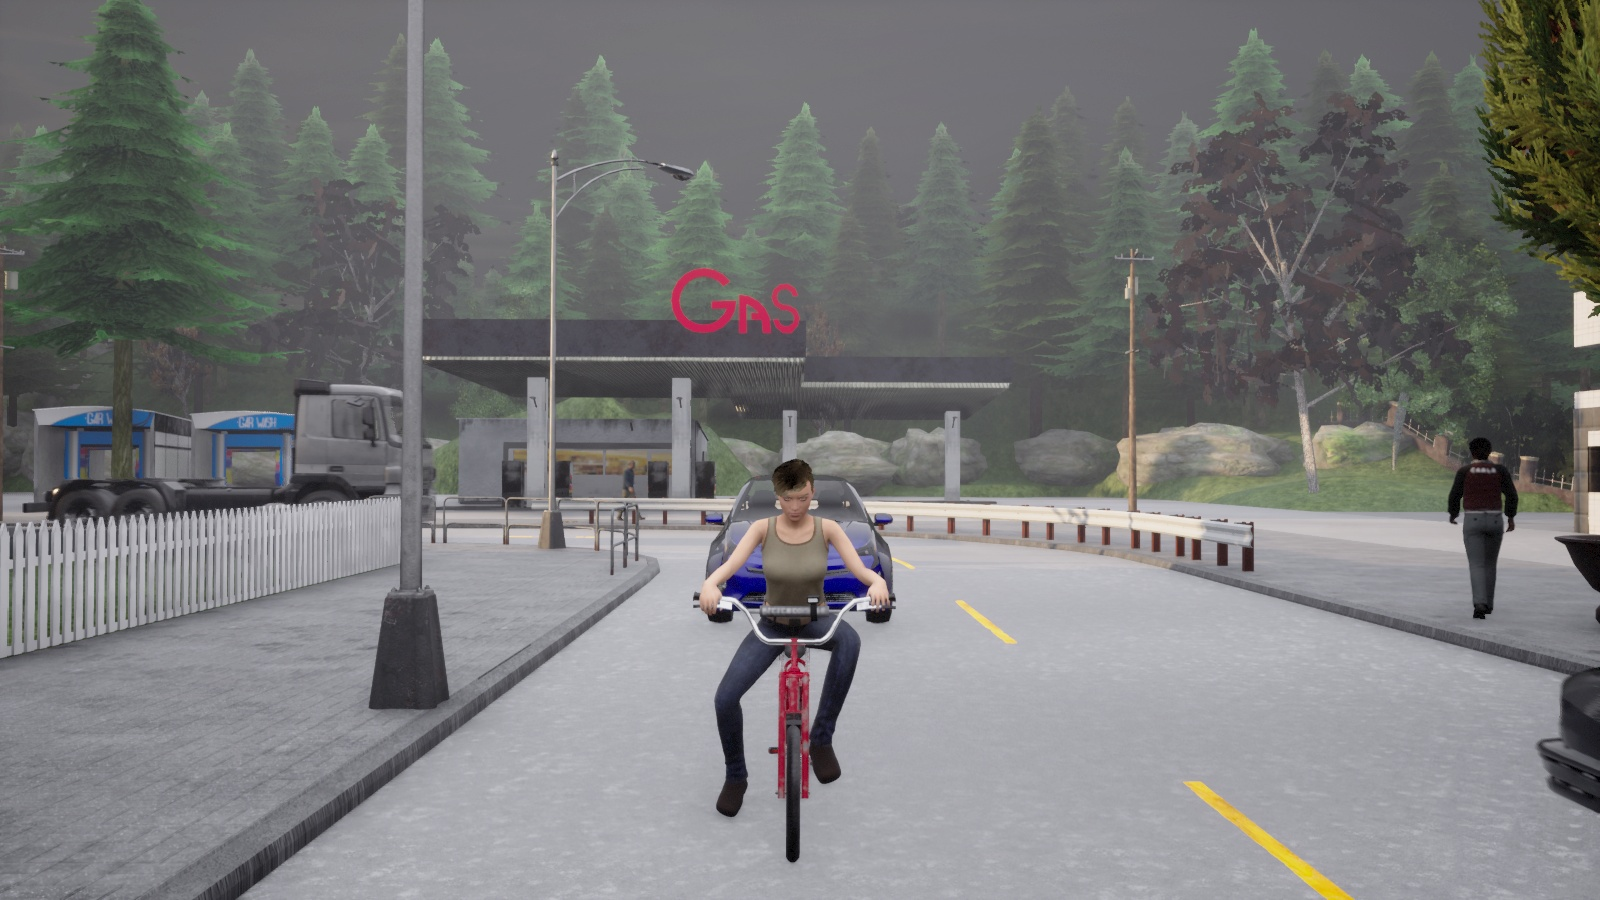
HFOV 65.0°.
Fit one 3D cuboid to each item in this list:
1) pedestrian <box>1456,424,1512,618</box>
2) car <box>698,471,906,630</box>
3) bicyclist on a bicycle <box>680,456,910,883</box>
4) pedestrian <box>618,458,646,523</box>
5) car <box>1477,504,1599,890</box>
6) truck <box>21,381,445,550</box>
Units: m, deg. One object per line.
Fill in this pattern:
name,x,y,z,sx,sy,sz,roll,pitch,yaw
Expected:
pedestrian,7.020,0.712,12.901,0.402,1.930,0.666,-1,-1,22
car,-0.022,1.002,14.357,2.007,1.525,4.514,0,-1,-1
bicyclist on a bicycle,-0.018,0.844,5.523,0.866,1.612,1.509,0,-1,0
pedestrian,-4.804,1.145,35.900,0.726,1.842,0.402,-1,-1,31
car,3.992,0.893,2.816,2.033,1.411,5.357,0,-1,0
truck,-12.145,0.341,27.442,7.936,3.462,2.891,0,-1,0
